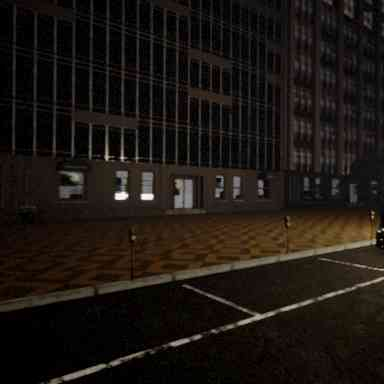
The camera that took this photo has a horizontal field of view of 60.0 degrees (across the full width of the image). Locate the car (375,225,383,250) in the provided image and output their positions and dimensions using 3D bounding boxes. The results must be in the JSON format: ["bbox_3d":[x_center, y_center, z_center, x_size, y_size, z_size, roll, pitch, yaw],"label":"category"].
[{"bbox_3d":[8.889,1.441,12.888,4.097,1.590,1.967,0,1,-35],"label":"car"}]
